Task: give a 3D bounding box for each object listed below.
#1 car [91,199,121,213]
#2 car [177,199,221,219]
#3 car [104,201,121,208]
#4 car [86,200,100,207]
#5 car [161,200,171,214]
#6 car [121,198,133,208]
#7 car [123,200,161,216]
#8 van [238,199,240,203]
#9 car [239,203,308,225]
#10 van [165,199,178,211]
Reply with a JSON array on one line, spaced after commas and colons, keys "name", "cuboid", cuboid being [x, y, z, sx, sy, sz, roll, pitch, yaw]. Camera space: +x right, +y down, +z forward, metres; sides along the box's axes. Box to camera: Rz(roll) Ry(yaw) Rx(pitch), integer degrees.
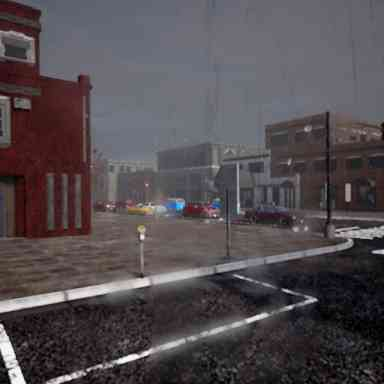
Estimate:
[{"name": "car", "cuboid": [-12.742, 2.001, 48.519, 2.192, 1.841, 5.009, -2, 0, -36]}, {"name": "car", "cuboid": [0.914, 1.735, 34.199, 2.097, 1.767, 4.553, -1, 0, -36]}, {"name": "car", "cuboid": [-15.993, 2.433, 67.116, 1.802, 1.307, 4.206, -2, 0, -36]}, {"name": "car", "cuboid": [-22.675, 2.595, 76.254, 1.802, 1.307, 4.206, -2, 0, -36]}, {"name": "car", "cuboid": [-4.997, 2.051, 42.300, 1.812, 1.442, 4.674, -1, 0, -36]}, {"name": "car", "cuboid": [-12.660, 2.085, 62.548, 2.192, 1.841, 5.009, -2, 0, -36]}, {"name": "car", "cuboid": [-5.955, 2.048, 39.245, 1.752, 1.417, 4.829, -2, 0, -36]}, {"name": "van", "cuboid": [4.043, 1.707, 39.706, 1.690, 1.788, 3.998, -2, 0, -36]}, {"name": "car", "cuboid": [6.502, 1.795, 26.561, 2.033, 1.411, 5.357, -1, 0, -36]}, {"name": "van", "cuboid": [-2.638, 1.869, 48.842, 1.690, 1.788, 3.998, -2, 0, -36]}]
